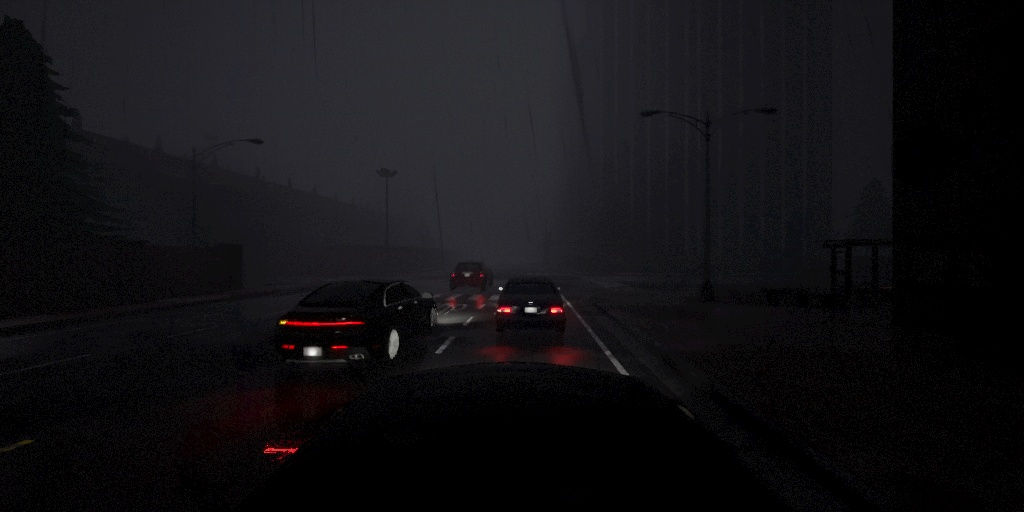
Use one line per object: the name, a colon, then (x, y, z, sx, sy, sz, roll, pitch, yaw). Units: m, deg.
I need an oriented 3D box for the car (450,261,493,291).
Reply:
car: (-2.401, 1.104, 22.211, 2.097, 1.767, 4.553, 0, 0, 3)

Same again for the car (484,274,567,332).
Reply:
car: (0.534, 1.297, 10.820, 2.033, 1.411, 5.357, 0, 0, 2)

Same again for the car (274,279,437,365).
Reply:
car: (-3.049, 1.254, 8.040, 1.837, 1.490, 4.892, 0, 0, 2)
